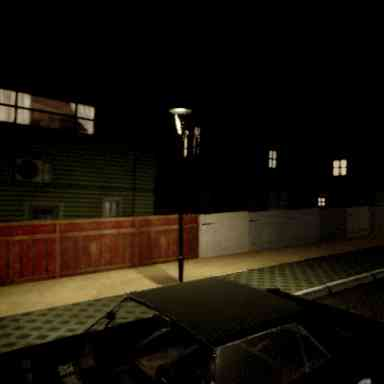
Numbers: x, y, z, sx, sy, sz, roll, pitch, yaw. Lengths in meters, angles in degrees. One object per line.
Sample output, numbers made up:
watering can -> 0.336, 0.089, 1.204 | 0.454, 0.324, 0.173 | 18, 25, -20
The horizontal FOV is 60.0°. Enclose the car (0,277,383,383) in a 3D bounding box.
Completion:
car -> -0.144, 1.603, 2.846 | 4.718, 1.301, 1.895 | 0, 0, -36
